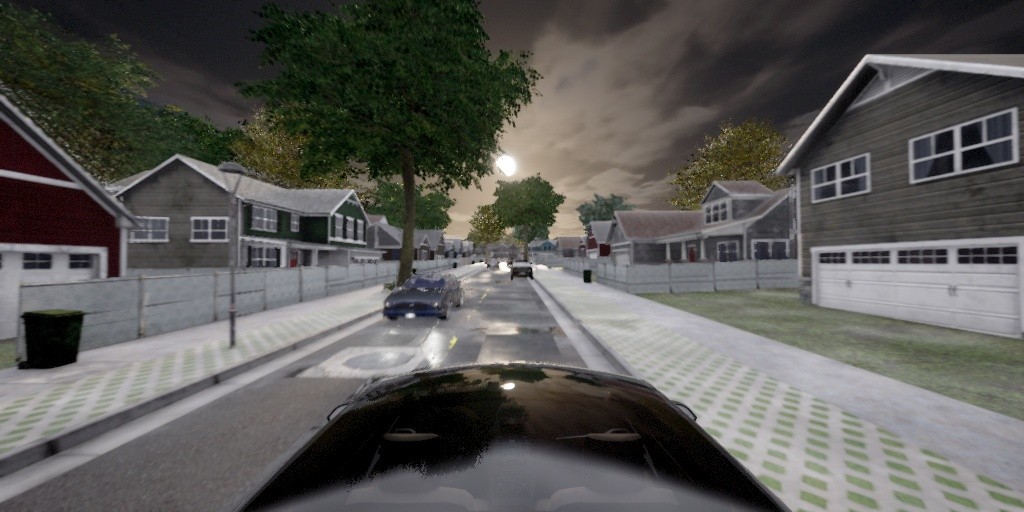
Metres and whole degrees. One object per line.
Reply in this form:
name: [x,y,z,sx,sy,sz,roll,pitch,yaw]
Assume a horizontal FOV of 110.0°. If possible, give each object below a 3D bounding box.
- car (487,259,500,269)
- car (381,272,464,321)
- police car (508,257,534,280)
car: [-2.832,1.192,54.871,2.128,1.511,4.902,0,0,0]
car: [-2.853,1.294,12.732,2.033,1.411,5.357,0,0,0]
police car: [0.813,1.160,30.956,1.930,1.638,5.238,0,0,0]
